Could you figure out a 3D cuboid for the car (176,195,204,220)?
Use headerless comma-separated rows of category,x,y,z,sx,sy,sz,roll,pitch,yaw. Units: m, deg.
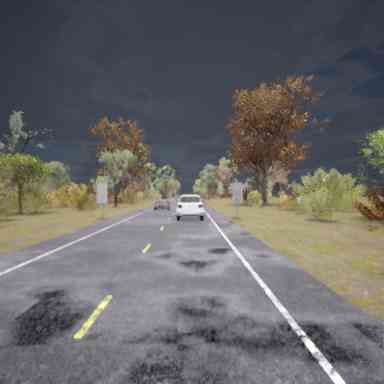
car,-0.145,1.239,27.983,2.150,2.045,5.566,0,0,0

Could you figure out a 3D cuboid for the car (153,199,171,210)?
car,-3.749,1.625,42.726,1.994,1.385,4.181,0,0,0
